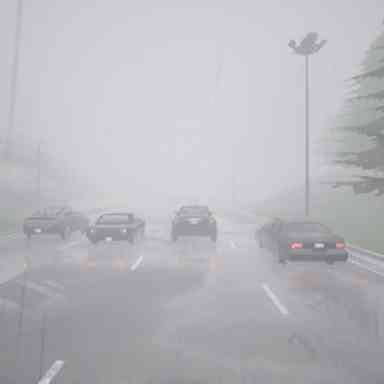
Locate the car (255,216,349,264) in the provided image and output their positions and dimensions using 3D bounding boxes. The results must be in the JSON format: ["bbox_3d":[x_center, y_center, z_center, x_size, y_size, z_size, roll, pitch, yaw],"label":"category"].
[{"bbox_3d":[3.604,1.574,11.930,2.033,1.411,5.357,0,0,0],"label":"car"}]

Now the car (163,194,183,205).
[{"bbox_3d":[-3.458,1.353,61.505,2.150,2.045,5.566,0,0,2],"label":"car"}]

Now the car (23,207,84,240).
[{"bbox_3d":[-6.895,1.528,17.351,2.128,1.511,4.902,0,0,0],"label":"car"}]

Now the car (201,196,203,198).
[{"bbox_3d":[1.378,1.508,71.014,1.837,1.490,4.892,0,0,17],"label":"car"}]

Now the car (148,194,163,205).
[{"bbox_3d":[-6.952,1.623,61.874,2.128,1.511,4.902,0,0,2],"label":"car"}]

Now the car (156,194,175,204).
[{"bbox_3d":[-5.605,1.373,71.911,2.150,2.045,5.566,0,0,17],"label":"car"}]

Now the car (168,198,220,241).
[{"bbox_3d":[0.106,1.389,17.104,2.097,1.767,4.553,0,0,0],"label":"car"}]

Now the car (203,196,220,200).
[{"bbox_3d":[3.529,1.678,60.715,2.033,1.411,5.357,0,0,2],"label":"car"}]

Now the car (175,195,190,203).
[{"bbox_3d":[-2.026,1.506,71.833,1.837,1.490,4.892,0,0,17],"label":"car"}]

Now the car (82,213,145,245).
[{"bbox_3d":[-3.396,1.635,15.803,1.895,1.301,4.718,0,0,0],"label":"car"}]

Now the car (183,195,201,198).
[{"bbox_3d":[0.034,1.483,61.075,2.097,1.767,4.553,0,0,2],"label":"car"}]
